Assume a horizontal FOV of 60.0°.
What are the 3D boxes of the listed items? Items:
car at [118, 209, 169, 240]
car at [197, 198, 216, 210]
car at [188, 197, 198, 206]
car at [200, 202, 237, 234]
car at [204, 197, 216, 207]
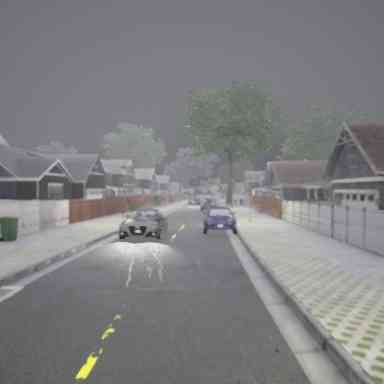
[{"bbox_3d":[-2.341,1.575,16.908,1.994,1.385,4.181,0,0,3],"label":"car"},{"bbox_3d":[2.041,1.591,42.268,1.812,1.442,4.674,0,0,5],"label":"car"},{"bbox_3d":[0.402,1.598,58.260,2.128,1.511,4.902,0,0,4],"label":"car"},{"bbox_3d":[1.569,1.547,19.180,1.812,1.442,4.674,0,0,3],"label":"car"},{"bbox_3d":[2.799,1.621,52.549,1.812,1.442,4.674,0,0,4],"label":"car"}]
